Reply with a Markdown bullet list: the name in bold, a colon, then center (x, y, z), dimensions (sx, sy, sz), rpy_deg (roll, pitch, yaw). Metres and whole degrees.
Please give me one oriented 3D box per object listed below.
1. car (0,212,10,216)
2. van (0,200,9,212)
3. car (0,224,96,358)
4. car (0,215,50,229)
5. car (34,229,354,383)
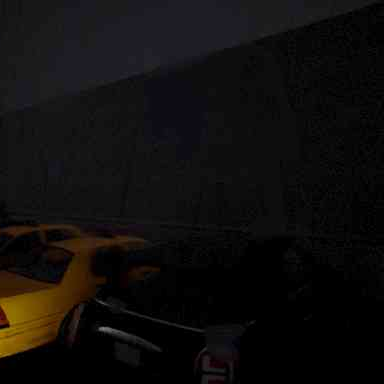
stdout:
- **car**: center (-6.183, 1.482, 9.400), dimensions (2.002, 1.452, 4.674), rpy_deg (0, 0, 35)
- **van**: center (-8.553, 1.206, 10.942), dimensions (1.878, 1.987, 4.442), rpy_deg (0, 0, 35)
- **car**: center (-1.474, 1.460, 6.269), dimensions (1.946, 1.575, 5.366), rpy_deg (0, 0, 35)
- **car**: center (-3.991, 1.449, 7.607), dimensions (1.946, 1.575, 5.366), rpy_deg (0, 0, 35)
- **car**: center (0.701, 1.347, 4.453), dimensions (2.185, 1.767, 4.553), rpy_deg (0, 0, 35)
